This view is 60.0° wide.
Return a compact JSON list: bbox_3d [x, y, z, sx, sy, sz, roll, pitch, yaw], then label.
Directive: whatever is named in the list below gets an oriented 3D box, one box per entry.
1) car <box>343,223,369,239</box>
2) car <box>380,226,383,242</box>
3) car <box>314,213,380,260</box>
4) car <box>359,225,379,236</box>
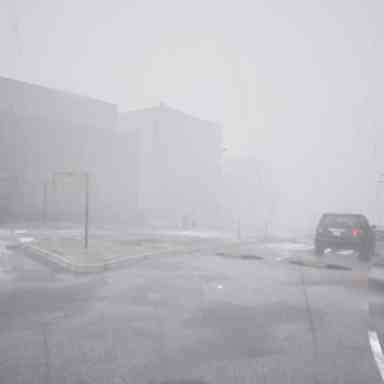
[{"bbox_3d":[19.094,4.503,38.640,1.882,1.535,5.008,1,-4,35],"label":"car"},{"bbox_3d":[16.557,3.753,29.256,1.882,1.535,5.008,1,-4,35],"label":"car"},{"bbox_3d":[7.722,2.118,16.574,2.150,2.045,5.566,1,-5,34],"label":"car"},{"bbox_3d":[25.123,5.444,47.136,1.994,1.385,4.181,1,-4,35],"label":"car"}]
